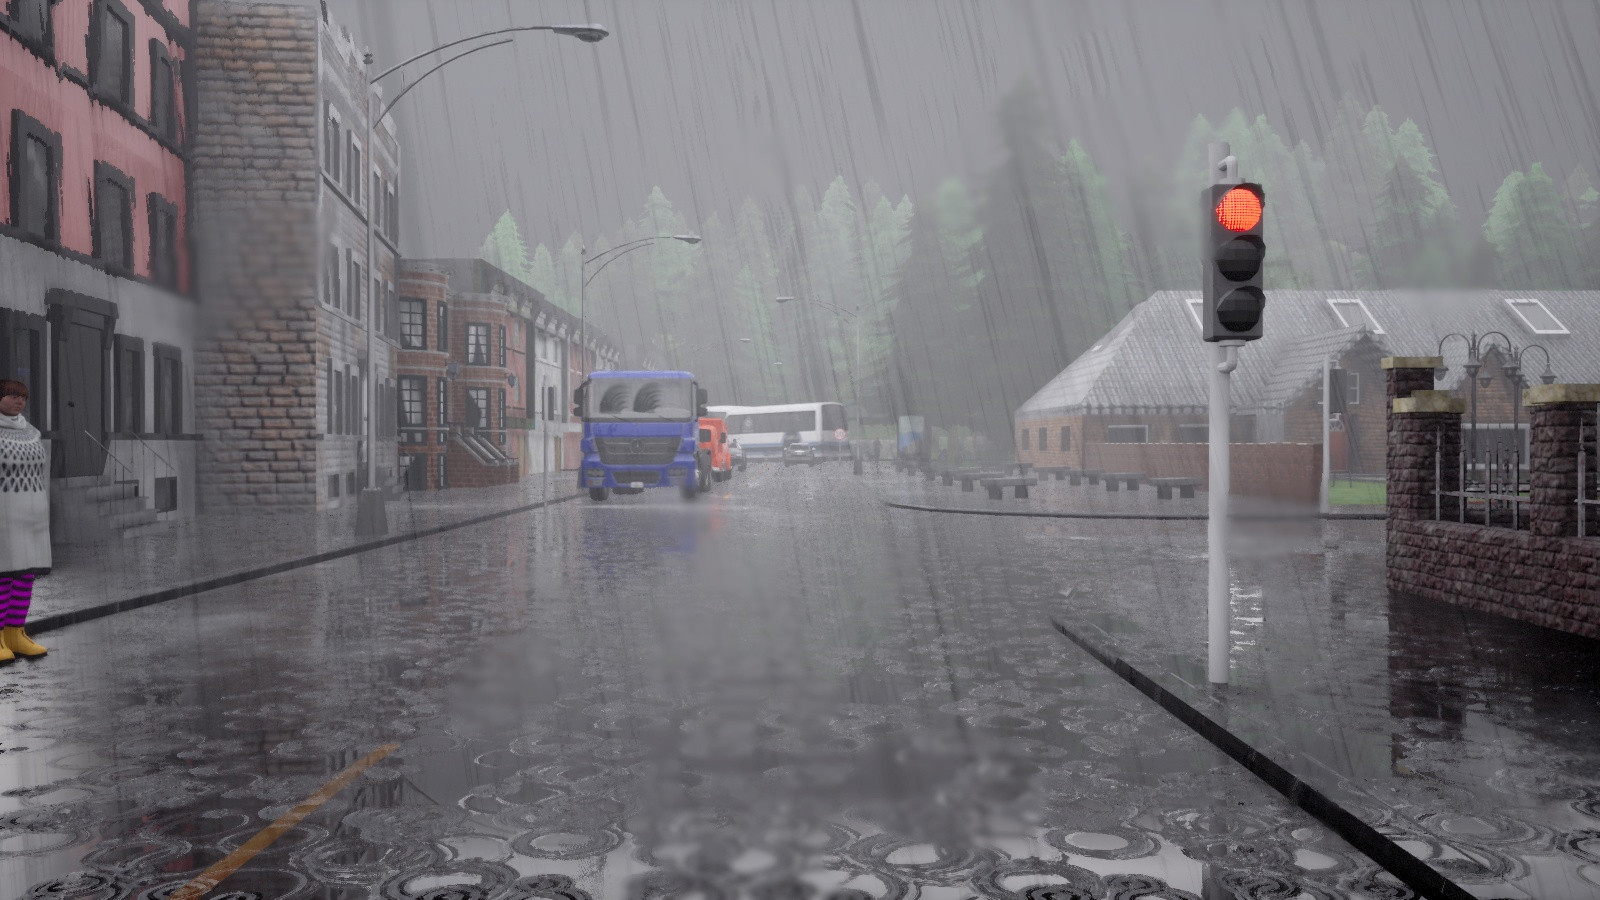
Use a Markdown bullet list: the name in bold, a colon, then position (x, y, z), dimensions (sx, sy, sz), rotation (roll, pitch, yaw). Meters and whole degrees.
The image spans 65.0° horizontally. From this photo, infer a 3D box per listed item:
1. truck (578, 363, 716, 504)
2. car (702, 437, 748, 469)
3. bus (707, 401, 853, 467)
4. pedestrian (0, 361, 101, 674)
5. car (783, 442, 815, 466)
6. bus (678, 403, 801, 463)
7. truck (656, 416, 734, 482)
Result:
- **truck**: position (-4.036, -0.435, 34.896), dimensions (2.891, 3.462, 7.936), rotation (0, 0, 0)
- **car**: position (-4.042, 0.136, 68.438), dimensions (2.152, 1.651, 5.027), rotation (0, 0, 0)
- **bus**: position (-1.521, -1.045, 88.899), dimensions (10.273, 4.253, 3.944), rotation (-2, -1, 42)
- **pedestrian**: position (-5.228, 0.420, 8.297), dimensions (0.873, 1.952, 0.659), rotation (0, 0, 21)
- **car**: position (-0.035, 0.262, 79.709), dimensions (1.970, 1.475, 3.806), rotation (0, 0, 0)
- **bus**: position (-4.435, -1.202, 95.758), dimensions (3.944, 4.253, 10.273), rotation (2, 0, 34)
- **truck**: position (-4.056, -0.012, 49.533), dimensions (2.627, 2.467, 5.204), rotation (0, 0, 0)
